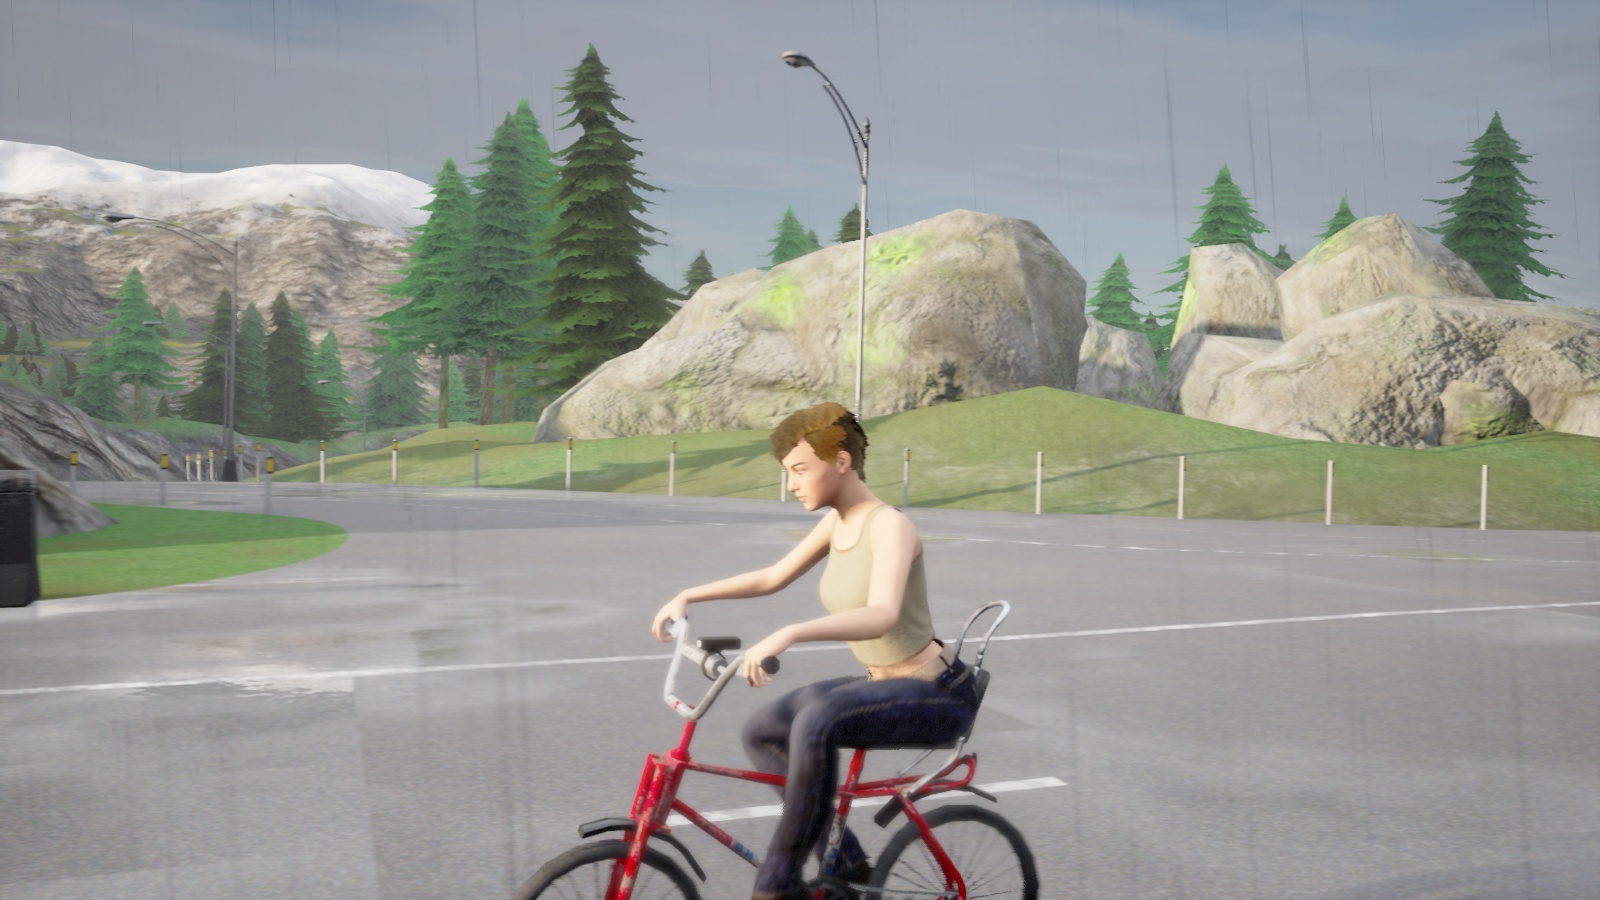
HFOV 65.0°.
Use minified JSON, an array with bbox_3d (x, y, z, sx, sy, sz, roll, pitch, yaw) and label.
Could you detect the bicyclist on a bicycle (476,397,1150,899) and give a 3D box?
[{"bbox_3d":[0.001,0.682,3.234,1.509,1.612,0.866,-1,1,-21],"label":"bicyclist on a bicycle"}]
